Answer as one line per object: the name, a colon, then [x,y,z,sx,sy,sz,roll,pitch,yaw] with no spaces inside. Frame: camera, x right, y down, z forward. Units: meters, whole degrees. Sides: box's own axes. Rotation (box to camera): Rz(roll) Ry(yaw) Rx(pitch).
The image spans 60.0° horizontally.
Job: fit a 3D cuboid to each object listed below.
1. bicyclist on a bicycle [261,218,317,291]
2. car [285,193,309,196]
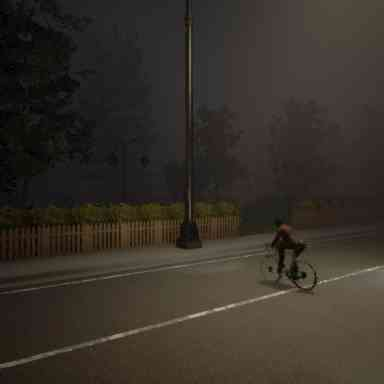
bicyclist on a bicycle: [2.236,1.455,7.930,0.582,1.620,1.656,0,-2,-35]
car: [15.472,1.219,47.310,2.150,2.045,5.566,0,0,-36]
